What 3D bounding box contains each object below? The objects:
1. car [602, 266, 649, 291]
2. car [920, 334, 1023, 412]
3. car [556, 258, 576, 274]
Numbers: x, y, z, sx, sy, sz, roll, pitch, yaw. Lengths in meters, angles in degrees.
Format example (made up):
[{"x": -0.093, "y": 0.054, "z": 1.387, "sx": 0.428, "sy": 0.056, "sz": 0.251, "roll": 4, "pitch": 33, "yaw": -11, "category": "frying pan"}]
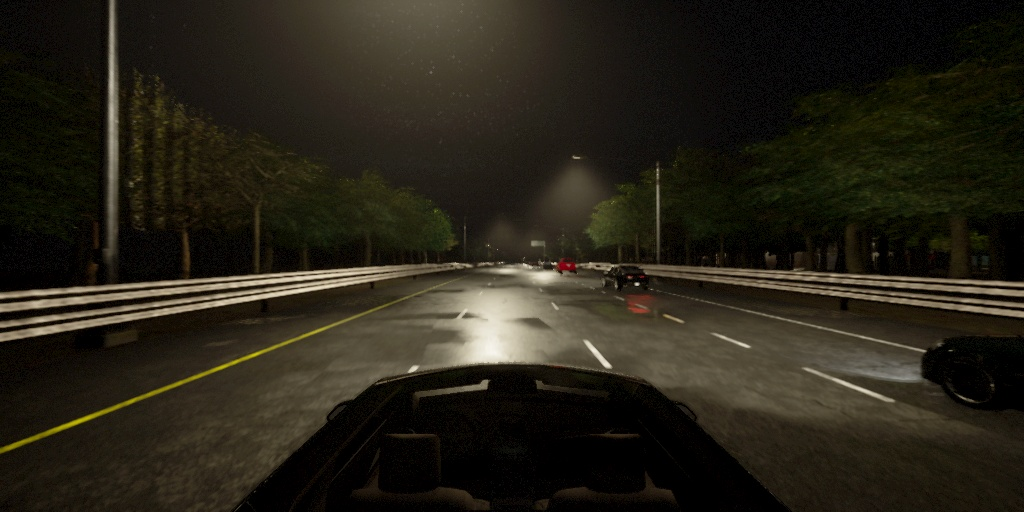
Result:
[{"x": 7.025, "y": 1.358, "z": 22.555, "sx": 1.837, "sy": 1.490, "sz": 4.892, "roll": 0, "pitch": 0, "yaw": 0, "category": "car"}, {"x": 7.005, "y": 1.321, "z": 3.489, "sx": 1.994, "sy": 1.385, "sz": 4.181, "roll": 0, "pitch": 0, "yaw": 0, "category": "car"}, {"x": 7.114, "y": 1.345, "z": 47.495, "sx": 2.150, "sy": 2.045, "sz": 5.566, "roll": 0, "pitch": -1, "yaw": 0, "category": "car"}]
